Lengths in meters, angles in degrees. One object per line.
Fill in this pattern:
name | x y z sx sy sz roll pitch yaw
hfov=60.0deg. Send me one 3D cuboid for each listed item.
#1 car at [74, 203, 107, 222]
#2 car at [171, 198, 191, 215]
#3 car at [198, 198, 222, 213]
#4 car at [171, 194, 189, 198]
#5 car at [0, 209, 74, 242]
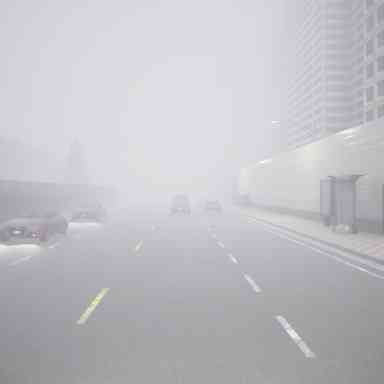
car | -8.045 1.568 26.335 1.994 1.385 4.181 0 0 -2
car | -1.160 1.569 34.164 1.994 1.385 4.181 0 0 -2
car | 2.216 1.497 37.713 2.128 1.511 4.902 0 0 -2
car | -1.535 1.228 44.274 2.150 2.045 5.566 0 0 -3
car | -7.663 1.567 16.415 1.994 1.385 4.181 0 0 -2
